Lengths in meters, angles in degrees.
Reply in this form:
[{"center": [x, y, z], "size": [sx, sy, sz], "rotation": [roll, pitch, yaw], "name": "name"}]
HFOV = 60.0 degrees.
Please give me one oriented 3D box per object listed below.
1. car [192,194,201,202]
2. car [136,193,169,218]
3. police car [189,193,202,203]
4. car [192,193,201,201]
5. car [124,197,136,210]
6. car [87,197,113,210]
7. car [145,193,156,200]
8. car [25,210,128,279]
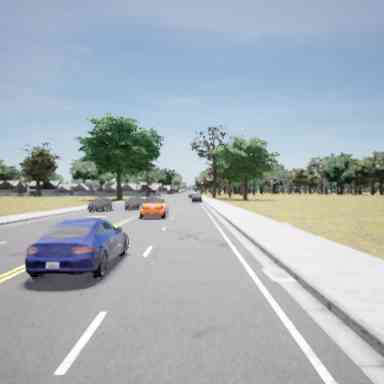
[{"center": [0.950, 1.290, 72.579], "size": [1.837, 1.490, 4.892], "rotation": [0, 0, 0], "name": "car"}, {"center": [-3.159, 1.243, 28.589], "size": [2.097, 1.767, 4.553], "rotation": [0, 0, 0], "name": "car"}, {"center": [0.953, 1.231, 62.689], "size": [1.930, 1.638, 5.238], "rotation": [0, 0, 0], "name": "police car"}, {"center": [0.947, 1.126, 78.549], "size": [2.097, 1.767, 4.553], "rotation": [0, 0, 0], "name": "car"}, {"center": [-6.603, 1.370, 38.579], "size": [1.837, 1.490, 4.892], "rotation": [0, 0, 0], "name": "car"}, {"center": [-9.853, 1.377, 35.988], "size": [1.837, 1.490, 4.892], "rotation": [0, 0, 0], "name": "car"}, {"center": [-9.777, 1.005, 78.432], "size": [1.837, 1.490, 4.892], "rotation": [0, 0, 0], "name": "car"}, {"center": [-3.153, 1.485, 9.823], "size": [1.812, 1.442, 4.674], "rotation": [0, 0, 0], "name": "car"}]
